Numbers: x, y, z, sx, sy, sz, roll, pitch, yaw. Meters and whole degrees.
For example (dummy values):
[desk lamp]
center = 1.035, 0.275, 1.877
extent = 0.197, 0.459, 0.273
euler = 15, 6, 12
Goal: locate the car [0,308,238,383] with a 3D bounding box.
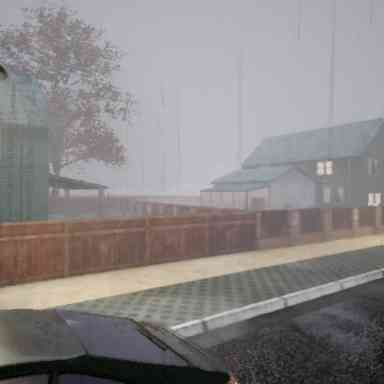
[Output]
[car]
center = -1.622, 1.564, 1.901
extent = 4.181, 1.385, 1.994
euler = 0, 0, -35
